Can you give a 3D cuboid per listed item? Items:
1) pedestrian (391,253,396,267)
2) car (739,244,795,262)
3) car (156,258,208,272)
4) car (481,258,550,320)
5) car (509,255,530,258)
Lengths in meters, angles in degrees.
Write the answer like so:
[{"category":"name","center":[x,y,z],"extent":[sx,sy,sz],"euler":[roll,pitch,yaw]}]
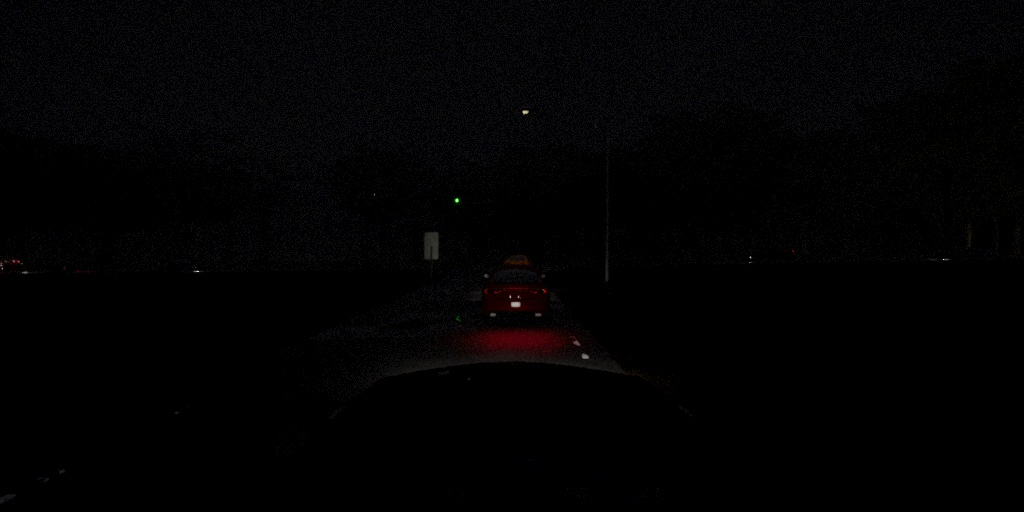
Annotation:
[{"category":"pedestrian","center":[-15.110,0.518,45.462],"extent":[0.375,1.860,0.375],"euler":[0,0,0]},{"category":"car","center":[29.489,-0.326,41.525],"extent":[5.566,2.045,2.150],"euler":[-1,-1,0]},{"category":"car","center":[-34.794,0.935,37.885],"extent":[4.181,1.385,1.994],"euler":[-1,-1,0]},{"category":"car","center":[0.091,1.013,11.575],"extent":[1.882,1.535,5.008],"euler":[0,1,0]},{"category":"car","center":[0.619,0.668,27.751],"extent":[1.882,1.535,5.008],"euler":[0,1,9]}]
